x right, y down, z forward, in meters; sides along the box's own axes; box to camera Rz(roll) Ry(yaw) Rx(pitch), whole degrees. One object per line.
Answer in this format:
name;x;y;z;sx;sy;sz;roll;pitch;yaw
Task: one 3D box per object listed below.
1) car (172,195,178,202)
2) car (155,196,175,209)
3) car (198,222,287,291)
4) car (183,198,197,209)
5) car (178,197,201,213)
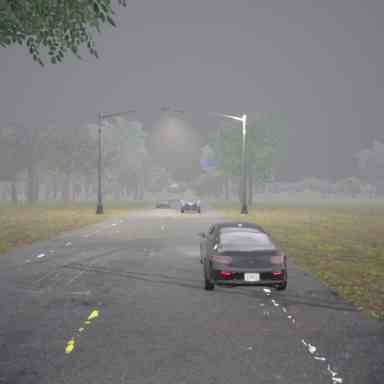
car;-3.896;1.465;74.054;2.097;1.767;4.553;0;0;0
car;-3.841;1.603;45.395;1.994;1.385;4.181;0;0;0
car;1.178;1.524;8.901;1.812;1.442;4.674;0;0;0
car;-0.241;1.606;47.029;1.994;1.385;4.181;0;0;1
car;-0.126;1.377;37.363;2.097;1.767;4.553;0;0;0
